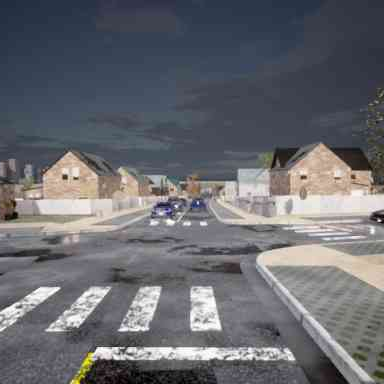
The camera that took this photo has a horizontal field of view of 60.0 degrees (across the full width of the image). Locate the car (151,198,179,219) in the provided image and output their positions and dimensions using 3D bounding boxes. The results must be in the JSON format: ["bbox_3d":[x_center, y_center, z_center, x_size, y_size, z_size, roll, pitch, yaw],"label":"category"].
[{"bbox_3d":[-2.498,1.564,30.013,1.812,1.442,4.674,0,0,2],"label":"car"}]

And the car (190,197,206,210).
[{"bbox_3d":[0.852,1.453,44.561,2.097,1.767,4.553,0,0,2],"label":"car"}]

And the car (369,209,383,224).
[{"bbox_3d":[14.184,1.371,21.431,5.357,1.411,2.033,0,2,-17],"label":"car"}]

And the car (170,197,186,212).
[{"bbox_3d":[-2.229,1.428,40.014,2.097,1.767,4.553,0,0,2],"label":"car"}]

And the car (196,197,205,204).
[{"bbox_3d":[1.799,1.800,70.279,1.812,1.442,4.674,0,0,3],"label":"car"}]
